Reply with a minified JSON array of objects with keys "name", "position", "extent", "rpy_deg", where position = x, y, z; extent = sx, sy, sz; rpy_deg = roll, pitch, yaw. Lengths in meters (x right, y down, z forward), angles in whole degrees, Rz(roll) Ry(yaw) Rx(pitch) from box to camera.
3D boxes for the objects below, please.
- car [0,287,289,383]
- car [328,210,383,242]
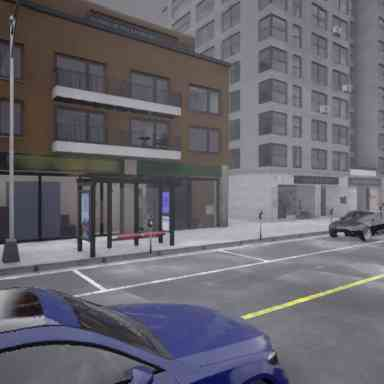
[{"name":"car","position":[-1.289,1.525,2.515],"extent":[4.674,1.442,1.812],"rpy_deg":[0,0,-36]},{"name":"car","position":[8.602,1.566,16.530],"extent":[4.313,1.339,1.947],"rpy_deg":[0,0,-36]}]
